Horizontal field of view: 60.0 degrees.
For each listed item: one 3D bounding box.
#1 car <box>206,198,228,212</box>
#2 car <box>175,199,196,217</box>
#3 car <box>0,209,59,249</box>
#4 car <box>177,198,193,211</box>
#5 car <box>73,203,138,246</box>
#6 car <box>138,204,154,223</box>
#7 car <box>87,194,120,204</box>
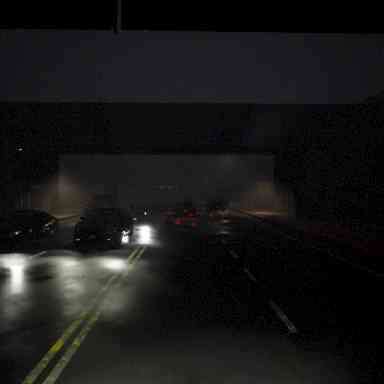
[{"bbox_3d":[2.714,1.478,38.966,1.882,1.535,5.008,0,0,-1],"label":"car"},{"bbox_3d":[-0.611,1.478,31.395,1.882,1.535,5.008,0,0,-1],"label":"car"},{"bbox_3d":[-7.398,1.526,14.590,1.812,1.442,4.674,0,1,-1],"label":"car"},{"bbox_3d":[-0.847,1.526,40.722,1.812,1.442,4.674,0,0,-2],"label":"car"},{"bbox_3d":[-3.935,1.478,15.428,1.882,1.535,5.008,0,0,-1],"label":"car"},{"bbox_3d":[-4.079,1.601,25.775,1.895,1.301,4.718,0,0,-1],"label":"car"},{"bbox_3d":[-7.730,1.223,29.201,2.150,2.045,5.566,0,0,-1],"label":"car"}]
